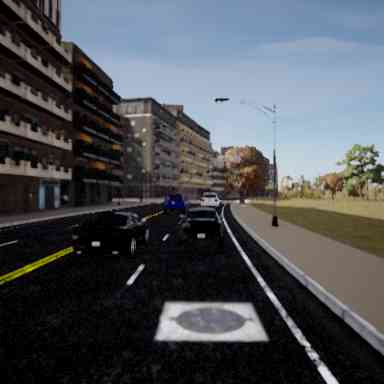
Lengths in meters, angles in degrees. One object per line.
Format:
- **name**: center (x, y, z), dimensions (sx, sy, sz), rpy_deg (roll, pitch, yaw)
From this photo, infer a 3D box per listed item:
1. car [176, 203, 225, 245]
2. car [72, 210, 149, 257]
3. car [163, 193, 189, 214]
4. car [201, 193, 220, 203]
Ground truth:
- **car**: center (0.459, 1.463, 15.457), dimensions (1.837, 1.490, 4.892), rpy_deg (0, 0, 2)
- **car**: center (-2.886, 1.438, 12.743), dimensions (1.882, 1.535, 5.008), rpy_deg (0, 0, 2)
- **car**: center (-1.584, 1.155, 34.866), dimensions (2.150, 2.045, 5.566), rpy_deg (0, 0, 5)
- **car**: center (2.381, 1.152, 42.289), dimensions (2.150, 2.045, 5.566), rpy_deg (0, 0, 6)
